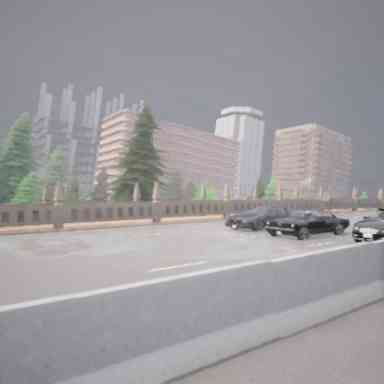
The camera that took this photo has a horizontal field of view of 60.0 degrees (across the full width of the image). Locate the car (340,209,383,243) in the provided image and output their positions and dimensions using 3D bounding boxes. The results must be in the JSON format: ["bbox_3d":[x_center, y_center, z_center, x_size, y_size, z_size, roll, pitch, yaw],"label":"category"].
[{"bbox_3d":[9.004,1.477,14.714,4.902,1.511,2.128,0,0,-36],"label":"car"}]

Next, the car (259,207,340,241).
[{"bbox_3d":[5.850,1.587,16.765,4.718,1.301,1.895,0,0,-36],"label":"car"}]

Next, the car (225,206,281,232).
[{"bbox_3d":[4.513,1.533,20.110,5.357,1.411,2.033,0,0,-36],"label":"car"}]
